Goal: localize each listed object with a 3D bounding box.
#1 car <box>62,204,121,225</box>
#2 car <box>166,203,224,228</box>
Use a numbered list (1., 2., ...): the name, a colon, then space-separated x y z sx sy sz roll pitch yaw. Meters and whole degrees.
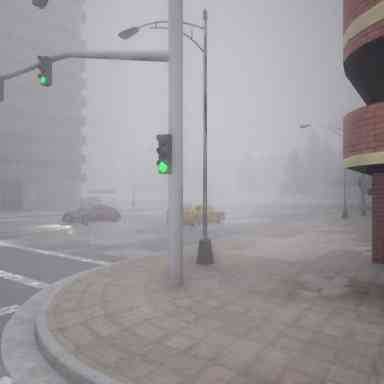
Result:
1. car: -7.213 1.564 24.116 1.994 1.385 4.181 0 0 36
2. car: 0.344 1.477 22.318 1.882 1.535 5.008 0 0 36
